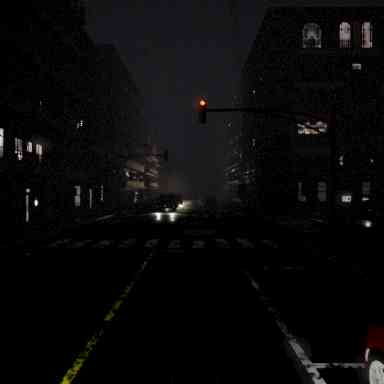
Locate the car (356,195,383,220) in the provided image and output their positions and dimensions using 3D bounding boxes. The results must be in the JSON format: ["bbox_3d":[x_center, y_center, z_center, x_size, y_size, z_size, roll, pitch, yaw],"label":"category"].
[{"bbox_3d":[14.907,1.206,24.758,5.008,1.535,1.882,-1,0,-1],"label":"car"}]

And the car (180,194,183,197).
[{"bbox_3d":[-2.896,1.244,61.105,2.150,2.045,5.566,0,0,1],"label":"car"}]

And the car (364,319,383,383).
[{"bbox_3d":[2.687,1.544,1.805,1.887,1.381,4.507,0,0,0],"label":"car"}]

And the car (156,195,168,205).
[{"bbox_3d":[-5.528,1.462,61.888,1.967,1.590,4.097,-1,0,0],"label":"car"}]

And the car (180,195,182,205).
[{"bbox_3d":[-2.956,1.561,50.390,2.033,1.411,5.357,0,0,0],"label":"car"}]

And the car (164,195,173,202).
[{"bbox_3d":[-5.481,1.563,78.302,1.752,1.417,4.829,-1,0,0],"label":"car"}]

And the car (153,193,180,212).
[{"bbox_3d":[-2.989,1.228,40.085,2.150,2.045,5.566,0,0,0],"label":"car"}]

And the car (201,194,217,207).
[{"bbox_3d":[2.822,1.454,50.804,1.967,1.590,4.097,-1,0,0],"label":"car"}]

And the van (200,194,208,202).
[{"bbox_3d":[2.898,1.379,78.443,1.690,1.788,3.998,-1,0,0],"label":"van"}]

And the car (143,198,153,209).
[{"bbox_3d":[-5.572,1.561,45.305,2.008,1.369,4.403,0,0,0],"label":"car"}]

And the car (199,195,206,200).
[{"bbox_3d":[2.946,1.602,95.027,1.887,1.381,4.507,-1,0,0],"label":"car"}]

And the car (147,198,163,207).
[{"bbox_3d":[-5.557,1.580,50.832,1.947,1.339,4.313,0,0,0],"label":"car"}]

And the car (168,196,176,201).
[{"bbox_3d":[-5.449,1.632,89.528,1.802,1.307,4.206,-1,0,0],"label":"car"}]

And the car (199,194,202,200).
[{"bbox_3d":[2.869,1.578,67.388,2.008,1.369,4.403,-1,0,0],"label":"car"}]
